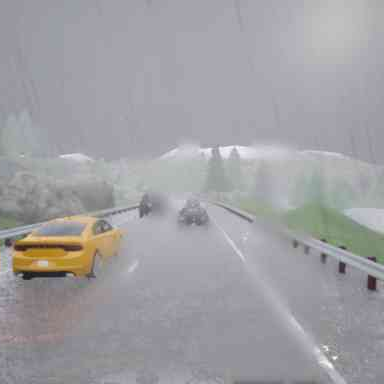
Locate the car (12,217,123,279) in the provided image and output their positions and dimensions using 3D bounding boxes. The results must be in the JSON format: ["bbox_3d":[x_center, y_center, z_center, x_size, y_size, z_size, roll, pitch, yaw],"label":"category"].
[{"bbox_3d":[-3.400,1.477,10.068,1.882,1.535,5.008,0,0,0],"label":"car"}]

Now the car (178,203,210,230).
[{"bbox_3d":[0.099,1.600,21.187,1.895,1.301,4.718,0,0,0],"label":"car"}]

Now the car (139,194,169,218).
[{"bbox_3d":[-3.388,1.220,30.101,2.150,2.045,5.566,0,0,0],"label":"car"}]

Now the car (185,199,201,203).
[{"bbox_3d":[0.097,1.546,39.450,2.033,1.411,5.357,0,0,0],"label":"car"}]
